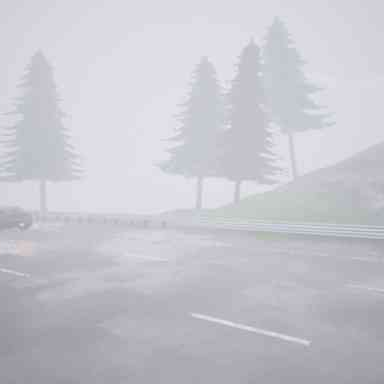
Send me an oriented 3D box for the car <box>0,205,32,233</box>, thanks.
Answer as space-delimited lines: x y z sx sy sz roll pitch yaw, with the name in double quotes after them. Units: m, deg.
-11.324 1.531 19.185 4.892 1.490 1.837 0 0 29 "car"
